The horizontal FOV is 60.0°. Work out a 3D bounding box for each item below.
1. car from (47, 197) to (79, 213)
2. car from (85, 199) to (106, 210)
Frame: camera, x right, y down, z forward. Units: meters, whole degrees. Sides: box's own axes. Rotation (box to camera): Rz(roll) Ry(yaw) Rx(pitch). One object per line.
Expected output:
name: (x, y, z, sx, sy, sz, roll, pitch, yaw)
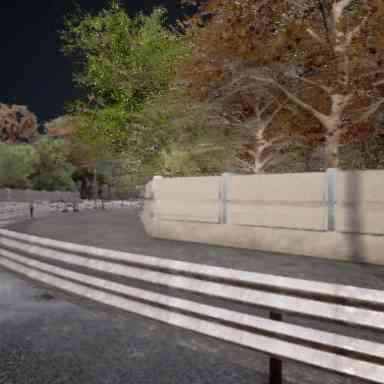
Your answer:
car: (-17.309, 1.714, 44.918, 2.150, 2.045, 5.566, 1, -1, 6)
car: (-16.119, 2.021, 55.681, 2.097, 1.767, 4.553, 1, -1, 6)
